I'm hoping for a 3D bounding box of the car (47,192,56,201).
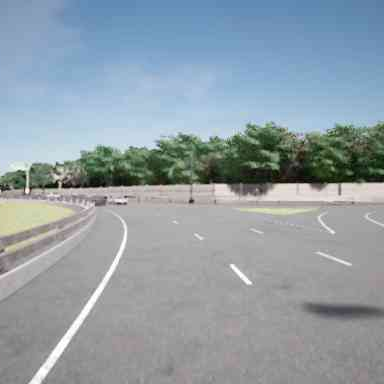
[{"bbox_3d":[-34.049,1.052,79.839,5.566,2.045,2.150,0,0,40],"label":"car"}]

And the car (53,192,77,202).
[{"bbox_3d":[-25.273,1.315,66.279,1.882,1.535,5.008,-1,0,-41],"label":"car"}]

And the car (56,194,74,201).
[{"bbox_3d":[-31.418,1.323,82.183,4.902,1.511,2.128,0,0,40],"label":"car"}]

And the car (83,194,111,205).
[{"bbox_3d":[-14.884,1.333,51.997,2.128,1.511,4.902,-1,0,-32],"label":"car"}]

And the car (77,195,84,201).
[{"bbox_3d":[-22.842,1.362,68.801,1.994,1.385,4.181,-1,0,-41],"label":"car"}]

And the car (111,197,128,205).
[{"bbox_3d":[-12.135,1.413,54.214,1.895,1.301,4.718,-1,0,-32],"label":"car"}]

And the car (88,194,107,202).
[{"bbox_3d":[-20.200,1.259,71.098,1.882,1.535,5.008,-1,0,-41],"label":"car"}]

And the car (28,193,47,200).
[{"bbox_3d":[-36.252,1.354,77.119,4.892,1.490,1.837,0,0,40],"label":"car"}]
